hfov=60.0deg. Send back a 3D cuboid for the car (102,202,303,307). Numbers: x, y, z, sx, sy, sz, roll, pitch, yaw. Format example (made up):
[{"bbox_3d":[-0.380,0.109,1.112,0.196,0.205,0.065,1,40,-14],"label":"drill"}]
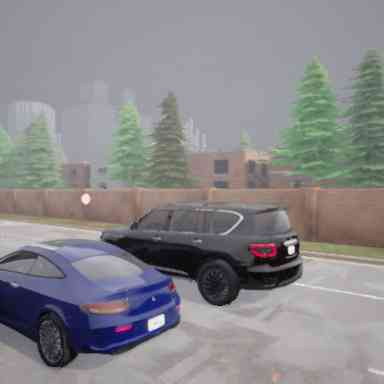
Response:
[{"bbox_3d":[-0.099,1.278,8.412,5.566,2.045,2.150,0,-1,38],"label":"car"}]

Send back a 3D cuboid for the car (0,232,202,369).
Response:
[{"bbox_3d":[-2.306,1.549,5.761,4.674,1.442,1.812,0,-1,37],"label":"car"}]
